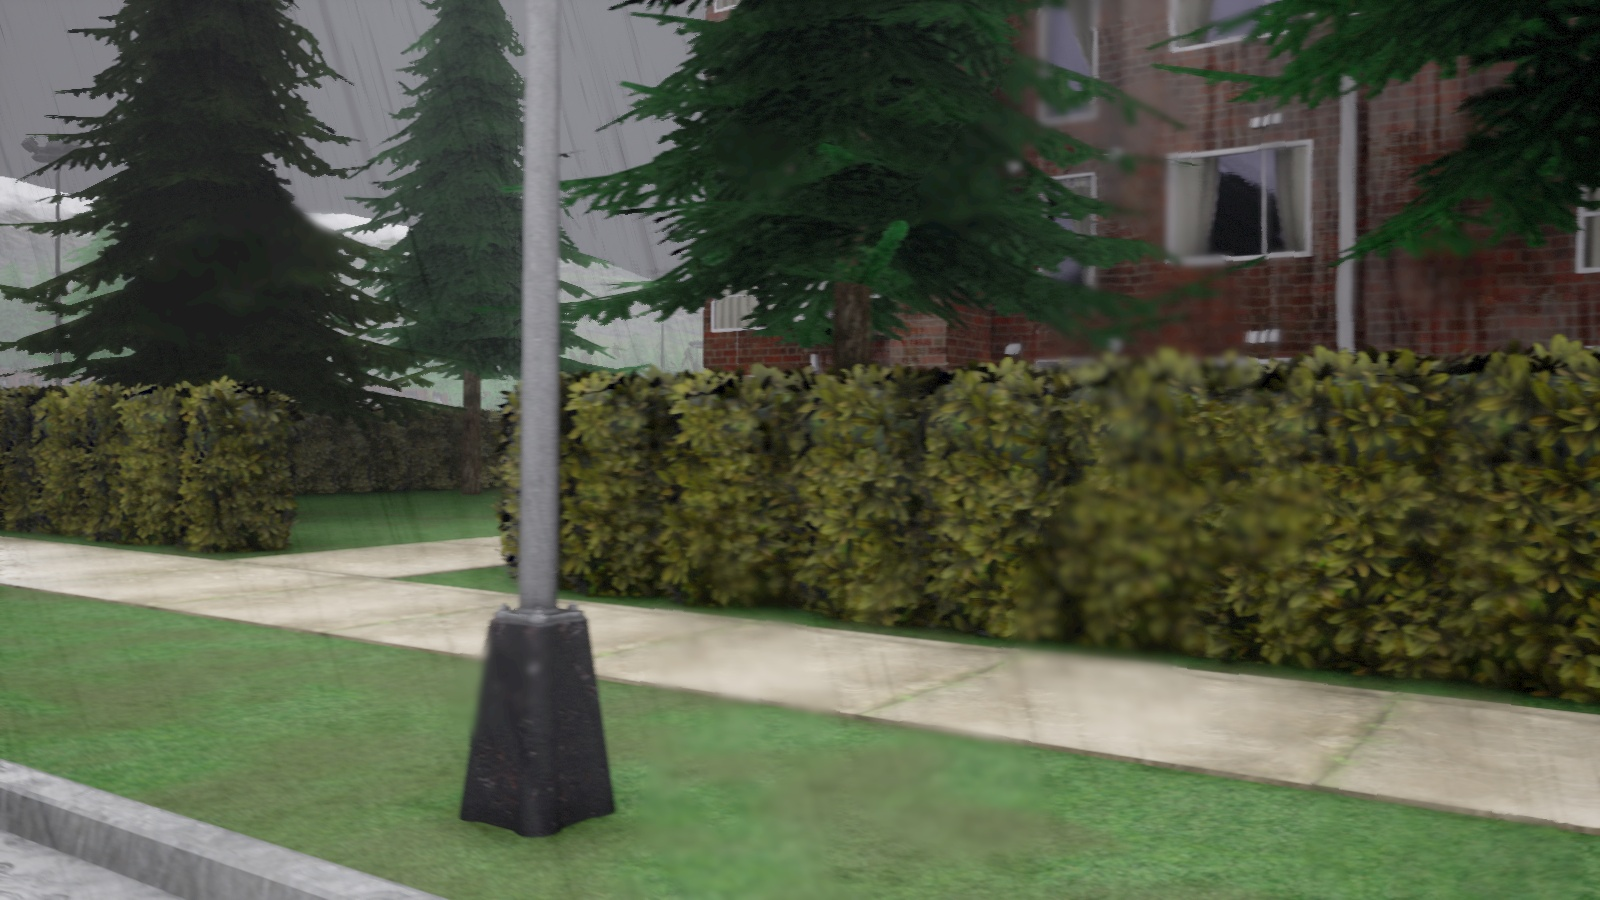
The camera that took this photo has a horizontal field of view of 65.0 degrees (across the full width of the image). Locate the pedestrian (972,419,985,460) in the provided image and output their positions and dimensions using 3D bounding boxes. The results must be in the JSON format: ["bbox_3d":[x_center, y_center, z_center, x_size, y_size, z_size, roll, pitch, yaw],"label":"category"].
[{"bbox_3d":[8.091,-0.489,56.859,0.345,1.836,0.594,0,1,35],"label":"pedestrian"}]
